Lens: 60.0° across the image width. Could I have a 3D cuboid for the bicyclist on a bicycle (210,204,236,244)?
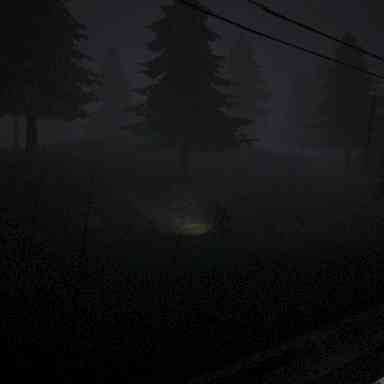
[{"bbox_3d":[1.233,1.303,13.667,0.582,1.620,1.656,0,-2,-35],"label":"bicyclist on a bicycle"}]
